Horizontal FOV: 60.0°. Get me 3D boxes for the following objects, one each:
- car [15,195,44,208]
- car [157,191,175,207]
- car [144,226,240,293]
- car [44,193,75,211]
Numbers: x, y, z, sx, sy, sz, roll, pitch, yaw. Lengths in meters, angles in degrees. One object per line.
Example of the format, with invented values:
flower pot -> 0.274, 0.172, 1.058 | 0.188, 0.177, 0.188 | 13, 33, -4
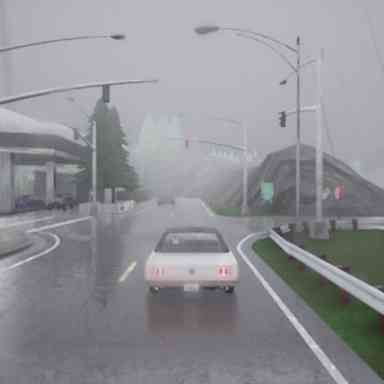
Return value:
car -> -20.245, 1.195, 41.457 | 2.242, 1.667, 4.611 | 0, 0, -1
car -> -3.510, 0.924, 46.201 | 2.150, 2.045, 5.566 | 0, 1, 0
car -> -0.002, 1.541, 8.629 | 1.895, 1.301, 4.718 | 0, 0, 0
car -> -14.537, 1.057, 37.179 | 1.905, 1.878, 3.866 | 0, 0, -1
